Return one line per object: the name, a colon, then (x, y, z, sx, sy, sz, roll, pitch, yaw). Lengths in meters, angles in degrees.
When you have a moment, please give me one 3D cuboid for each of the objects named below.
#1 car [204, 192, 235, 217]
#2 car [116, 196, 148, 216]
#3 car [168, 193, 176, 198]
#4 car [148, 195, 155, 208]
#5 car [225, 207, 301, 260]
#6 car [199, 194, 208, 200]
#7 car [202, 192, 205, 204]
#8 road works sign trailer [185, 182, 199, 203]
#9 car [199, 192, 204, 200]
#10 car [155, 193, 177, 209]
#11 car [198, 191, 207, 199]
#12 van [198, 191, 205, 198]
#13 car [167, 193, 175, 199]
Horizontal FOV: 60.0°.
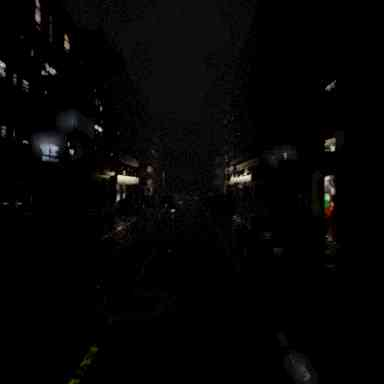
car: (2.520, 1.103, 28.812, 2.192, 1.841, 5.009, -1, 0, 0)
car: (-5.348, 1.226, 29.041, 1.967, 1.590, 4.097, -1, 0, 0)
car: (-5.395, 0.896, 91.204, 1.887, 1.381, 4.507, -1, 0, 0)
car: (-5.357, 1.146, 40.343, 1.967, 1.590, 4.097, -1, 0, 0)
car: (2.514, 1.463, 11.821, 2.008, 1.369, 4.403, -1, 0, 0)
car: (2.499, 1.050, 74.127, 1.802, 1.307, 4.206, -1, 0, 0)
car: (2.528, 1.147, 40.141, 1.967, 1.590, 4.097, -1, 0, 0)
road works sign trailer: (-0.042, 0.056, 56.456, 2.380, 3.560, 2.880, 0, 0, 0)
car: (2.516, 1.172, 51.470, 1.887, 1.381, 4.507, -1, 0, 0)
car: (-2.871, 1.220, 39.043, 1.837, 1.490, 4.892, 0, 0, 0)
car: (2.491, 0.744, 79.789, 2.192, 1.841, 5.009, -1, 0, 0)
van: (2.500, 0.849, 68.462, 1.690, 1.788, 3.998, -1, 0, 0)
car: (-5.390, 0.934, 85.552, 1.887, 1.381, 4.507, -1, 0, 0)
